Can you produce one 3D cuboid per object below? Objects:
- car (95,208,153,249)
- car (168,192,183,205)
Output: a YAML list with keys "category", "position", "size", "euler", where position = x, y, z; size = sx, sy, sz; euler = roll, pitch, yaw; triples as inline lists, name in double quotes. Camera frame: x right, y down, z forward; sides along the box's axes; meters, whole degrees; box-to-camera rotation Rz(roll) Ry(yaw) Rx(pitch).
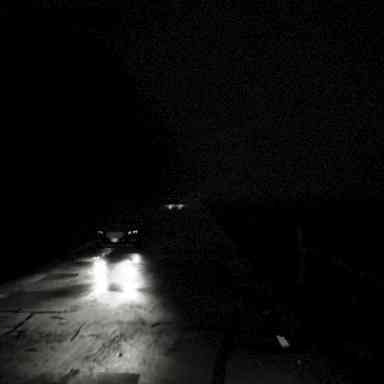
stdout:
- category: "car"
  position: [-2.850, 1.508, 14.709]
  size: [2.128, 1.511, 4.902]
  euler: [0, 0, 0]
- category: "car"
  position: [-2.797, 1.094, 56.996]
  size: [2.150, 2.045, 5.566]
  euler: [0, 1, 1]
